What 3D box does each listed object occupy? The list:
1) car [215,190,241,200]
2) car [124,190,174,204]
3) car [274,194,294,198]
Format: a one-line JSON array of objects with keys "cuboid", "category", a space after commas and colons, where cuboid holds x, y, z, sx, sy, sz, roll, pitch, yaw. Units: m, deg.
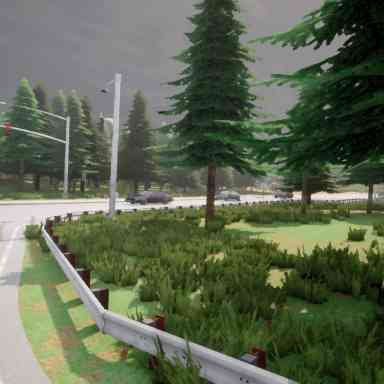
[{"cuboid": [4.752, 0.516, 44.146, 1.812, 1.442, 4.674, 5, 3, 38], "category": "car"}, {"cuboid": [-4.109, 0.541, 33.148, 2.033, 1.411, 5.357, 5, 3, 39], "category": "car"}, {"cuboid": [16.536, 0.562, 59.400, 2.033, 1.411, 5.357, 5, 3, 37], "category": "car"}]
